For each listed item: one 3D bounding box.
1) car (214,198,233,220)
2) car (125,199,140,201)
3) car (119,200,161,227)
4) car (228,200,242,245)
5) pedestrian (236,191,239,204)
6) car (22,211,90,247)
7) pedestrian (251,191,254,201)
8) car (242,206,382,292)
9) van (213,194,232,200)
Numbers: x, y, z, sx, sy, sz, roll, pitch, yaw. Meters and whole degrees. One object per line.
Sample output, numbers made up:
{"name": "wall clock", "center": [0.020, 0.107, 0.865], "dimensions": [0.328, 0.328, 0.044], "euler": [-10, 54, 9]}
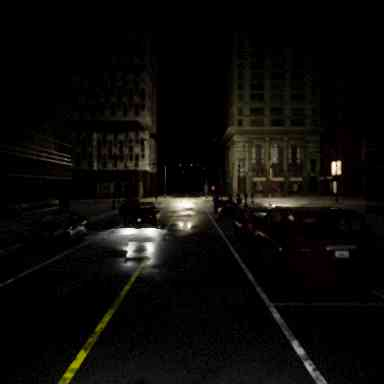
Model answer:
{"name": "car", "center": [2.890, 1.401, 25.670], "dimensions": [1.802, 1.307, 4.206], "euler": [0, 0, 0]}
{"name": "car", "center": [-5.627, 1.342, 31.329], "dimensions": [1.947, 1.339, 4.313], "euler": [0, 0, 0]}
{"name": "car", "center": [-3.069, 1.416, 21.293], "dimensions": [1.994, 1.385, 4.181], "euler": [0, 0, 0]}
{"name": "car", "center": [2.873, 1.342, 14.371], "dimensions": [1.967, 1.590, 4.097], "euler": [0, 0, 0]}
{"name": "pedestrian", "center": [6.200, 0.803, 45.950], "dimensions": [0.375, 1.860, 0.375], "euler": [0, 1, 0]}
{"name": "car", "center": [-5.651, 1.484, 14.382], "dimensions": [1.802, 1.307, 4.206], "euler": [0, 0, 0]}
{"name": "pedestrian", "center": [8.199, 0.749, 45.346], "dimensions": [0.375, 1.860, 0.375], "euler": [0, 1, 0]}
{"name": "car", "center": [2.864, 1.256, 8.721], "dimensions": [2.192, 1.841, 5.009], "euler": [0, 0, 0]}
{"name": "van", "center": [2.897, 1.117, 31.317], "dimensions": [1.690, 1.788, 3.998], "euler": [0, 0, 0]}
